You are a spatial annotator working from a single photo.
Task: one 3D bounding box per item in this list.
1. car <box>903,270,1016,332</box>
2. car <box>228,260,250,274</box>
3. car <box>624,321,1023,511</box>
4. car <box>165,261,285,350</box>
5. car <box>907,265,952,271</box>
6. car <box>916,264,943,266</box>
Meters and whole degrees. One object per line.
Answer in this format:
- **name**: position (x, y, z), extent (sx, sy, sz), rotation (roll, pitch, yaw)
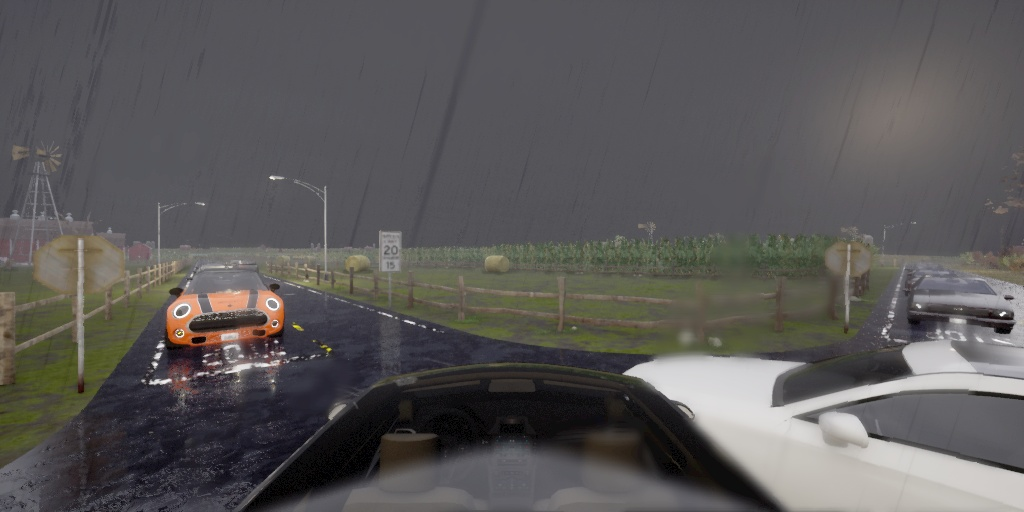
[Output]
- **car**: position (13.656, 1.333, 11.131), extent (5.357, 1.411, 2.033), rotation (0, 1, -42)
- **car**: position (-33.155, 1.264, 43.417), extent (1.837, 1.490, 4.892), rotation (0, 0, -41)
- **car**: position (2.863, 1.293, 2.197), extent (1.812, 1.442, 4.674), rotation (0, 1, -43)
- **car**: position (-7.454, 1.136, 9.422), extent (2.097, 1.767, 4.553), rotation (0, 0, -39)
- **car**: position (21.073, 1.360, 17.829), extent (4.181, 1.385, 1.994), rotation (0, 1, -43)
- **car**: position (28.722, 1.303, 24.725), extent (4.902, 1.511, 2.128), rotation (0, 1, -42)
